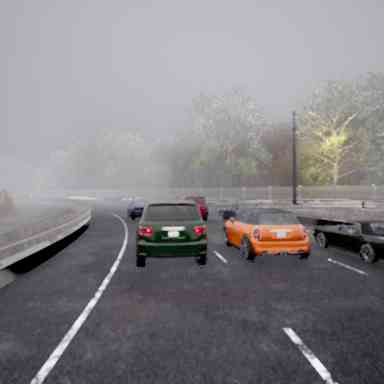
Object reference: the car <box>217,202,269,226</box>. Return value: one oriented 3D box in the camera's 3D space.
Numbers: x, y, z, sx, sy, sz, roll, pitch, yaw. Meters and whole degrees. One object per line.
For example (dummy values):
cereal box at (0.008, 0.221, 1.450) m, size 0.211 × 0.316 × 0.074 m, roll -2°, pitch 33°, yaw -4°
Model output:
car at (3.750, 1.599, 25.619) m, size 2.033 × 1.411 × 5.357 m, roll 0°, pitch 0°, yaw -14°

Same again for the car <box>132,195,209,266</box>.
car at (-0.832, 1.256, 11.918) m, size 2.150 × 2.045 × 5.566 m, roll 0°, pitch 0°, yaw -7°

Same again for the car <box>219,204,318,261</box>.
car at (2.575, 1.375, 12.606) m, size 2.097 × 1.767 × 4.553 m, roll 0°, pitch 0°, yaw -7°

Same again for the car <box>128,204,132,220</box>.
car at (-4.568, 1.568, 29.370) m, size 1.882 × 1.535 × 5.008 m, roll 0°, pitch 0°, yaw -16°

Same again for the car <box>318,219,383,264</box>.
car at (6.208, 1.609, 11.846) m, size 1.895 × 1.301 × 4.718 m, roll 0°, pitch 0°, yaw -7°

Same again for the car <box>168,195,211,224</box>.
car at (-0.345, 1.294, 27.388) m, size 2.150 × 2.045 × 5.566 m, roll 0°, pitch 0°, yaw -16°
